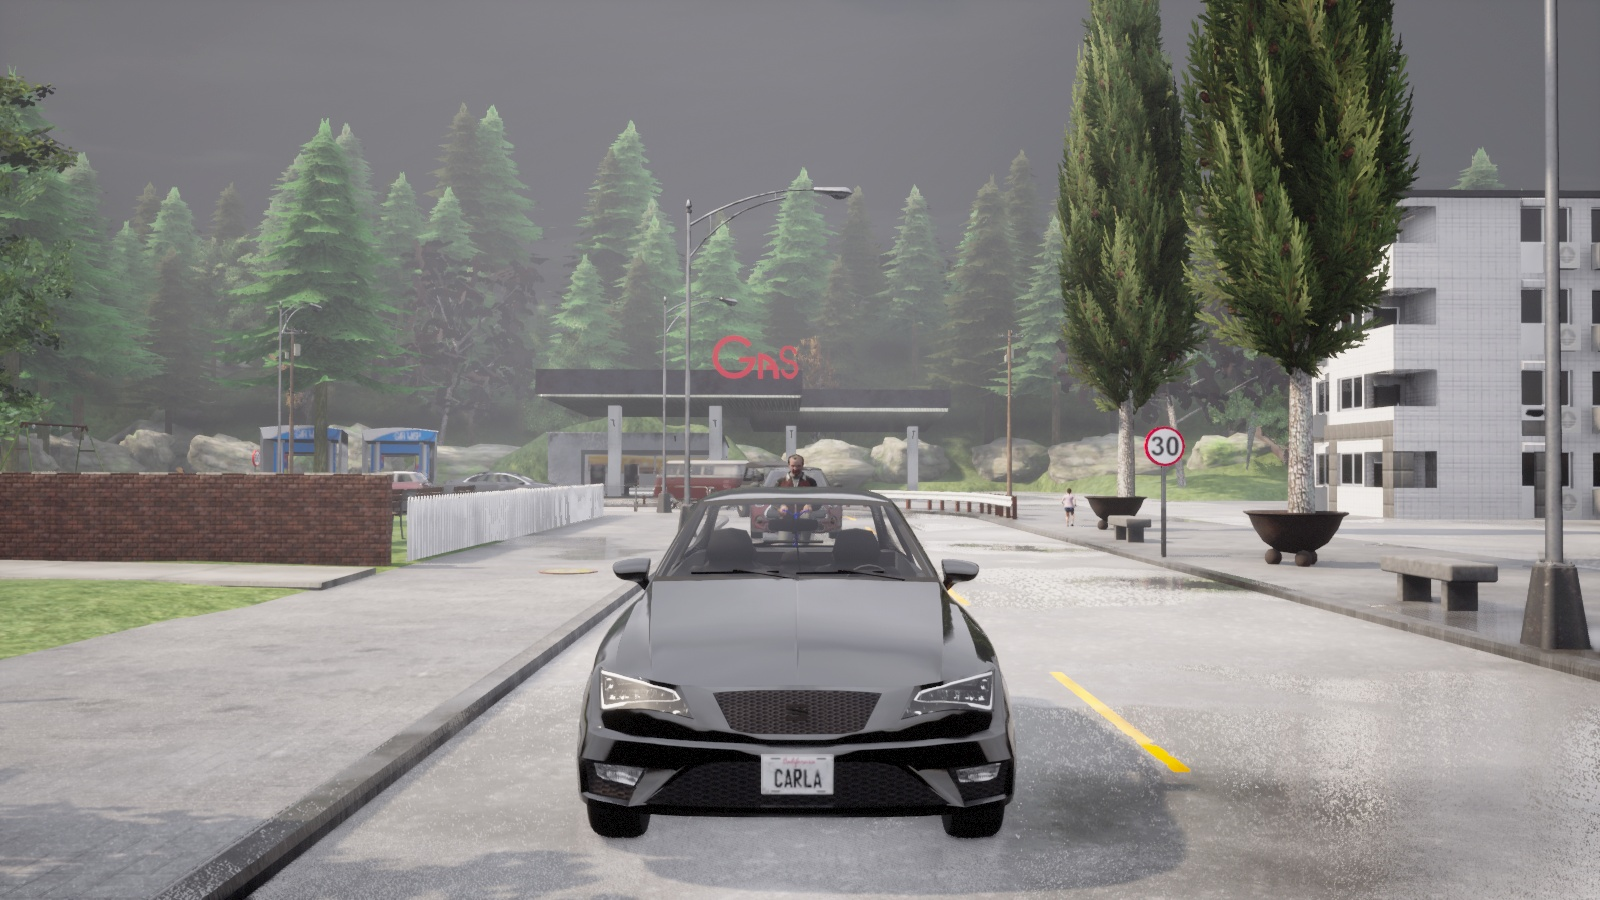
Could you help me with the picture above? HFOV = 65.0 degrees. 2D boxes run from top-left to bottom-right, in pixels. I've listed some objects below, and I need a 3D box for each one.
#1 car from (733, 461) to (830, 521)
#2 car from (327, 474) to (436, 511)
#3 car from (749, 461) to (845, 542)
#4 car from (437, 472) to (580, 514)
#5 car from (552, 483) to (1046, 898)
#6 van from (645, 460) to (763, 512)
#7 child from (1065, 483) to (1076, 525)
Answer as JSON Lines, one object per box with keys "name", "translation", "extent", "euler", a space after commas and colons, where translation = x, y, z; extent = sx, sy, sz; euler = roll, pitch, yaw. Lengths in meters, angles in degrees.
{"name": "car", "translation": [-0.670, 1.307, 41.382], "extent": [1.905, 1.878, 3.866], "euler": [0, -1, -23]}
{"name": "car", "translation": [-17.030, 1.707, 51.269], "extent": [3.806, 1.475, 1.970], "euler": [0, -1, 0]}
{"name": "car", "translation": [-0.080, 1.175, 29.915], "extent": [2.097, 1.767, 4.553], "euler": [0, -1, 0]}
{"name": "car", "translation": [-10.914, 1.607, 47.301], "extent": [4.902, 1.511, 2.128], "euler": [0, -1, 0]}
{"name": "car", "translation": [-0.018, 0.941, 6.728], "extent": [1.816, 1.474, 4.193], "euler": [0, -1, 0]}
{"name": "van", "translation": [-3.853, 1.426, 50.257], "extent": [4.442, 1.987, 1.775], "euler": [-1, -1, 27]}
{"name": "child", "translation": [7.260, 1.440, 33.729], "extent": [0.255, 1.110, 0.394], "euler": [0, -1, 16]}
